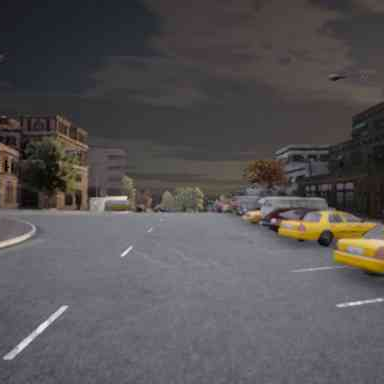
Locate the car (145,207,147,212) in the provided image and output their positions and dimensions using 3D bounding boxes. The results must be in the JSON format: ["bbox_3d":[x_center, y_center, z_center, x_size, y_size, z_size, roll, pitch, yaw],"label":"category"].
[{"bbox_3d":[-11.735,3.387,64.314,4.674,1.452,2.002,1,-4,-21],"label":"car"}]

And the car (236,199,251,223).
[{"bbox_3d":[6.235,1.548,23.936,5.366,1.575,1.946,1,0,-20],"label":"car"}]

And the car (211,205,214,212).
[{"bbox_3d":[6.184,2.751,56.179,4.674,1.452,2.002,2,-4,-21],"label":"car"}]

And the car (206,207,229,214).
[{"bbox_3d":[5.877,4.309,76.665,4.892,1.521,2.231,3,-6,-21],"label":"car"}]

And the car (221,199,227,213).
[{"bbox_3d":[6.349,1.785,38.648,4.892,1.521,2.231,2,-2,-20],"label":"car"}]

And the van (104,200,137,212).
[{"bbox_3d":[-11.482,2.255,52.436,4.442,1.987,1.878,1,-4,-21],"label":"van"}]

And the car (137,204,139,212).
[{"bbox_3d":[-11.658,2.558,55.363,4.553,1.767,2.185,1,-4,-21],"label":"car"}]

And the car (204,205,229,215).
[{"bbox_3d":[5.860,4.313,79.622,5.566,2.045,2.435,3,-6,-21],"label":"car"}]

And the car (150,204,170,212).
[{"bbox_3d":[-5.298,2.765,55.606,1.994,1.385,4.181,0,-4,0],"label":"car"}]

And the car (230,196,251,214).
[{"bbox_3d":[6.378,1.313,26.928,5.566,2.045,2.435,1,0,-20],"label":"car"}]

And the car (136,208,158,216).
[{"bbox_3d":[-12.242,5.422,91.157,5.566,2.045,2.435,1,-6,-21],"label":"car"}]

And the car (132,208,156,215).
[{"bbox_3d":[-11.863,4.841,82.277,5.366,1.575,1.946,1,-6,-21],"label":"car"}]

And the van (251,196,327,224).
[{"bbox_3d":[6.309,1.317,21.021,4.442,1.987,1.878,1,0,-20],"label":"van"}]

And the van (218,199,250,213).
[{"bbox_3d":[6.356,2.102,50.396,4.442,1.987,1.878,2,-4,-21],"label":"van"}]

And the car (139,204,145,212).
[{"bbox_3d":[-11.644,2.650,58.385,5.566,2.045,2.435,1,-5,-21],"label":"car"}]

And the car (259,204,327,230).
[{"bbox_3d":[6.445,1.566,18.144,4.792,1.488,2.163,1,0,-20],"label":"car"}]

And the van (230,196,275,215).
[{"bbox_3d":[6.471,1.476,35.773,4.442,1.987,1.878,1,-2,-20],"label":"van"}]

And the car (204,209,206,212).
[{"bbox_3d":[5.926,4.065,73.737,4.892,1.521,2.231,3,-5,-21],"label":"car"}]

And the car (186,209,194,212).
[{"bbox_3d":[-0.597,4.729,80.134,1.895,1.301,4.718,0,-5,-1],"label":"car"}]

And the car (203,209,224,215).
[{"bbox_3d":[5.654,5.352,88.347,5.008,1.535,2.097,3,-6,-21],"label":"car"}]

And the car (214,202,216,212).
[{"bbox_3d":[6.280,2.158,47.416,5.008,1.535,2.097,2,-3,-20],"label":"car"}]

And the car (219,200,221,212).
[{"bbox_3d":[6.493,1.890,41.641,5.366,1.575,1.946,2,-3,-20],"label":"car"}]

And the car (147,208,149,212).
[{"bbox_3d":[-11.754,3.456,67.318,4.553,1.767,2.185,1,-5,-21],"label":"car"}]

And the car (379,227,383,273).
[{"bbox_3d":[6.385,1.530,6.394,4.792,1.488,2.163,1,0,-20],"label":"car"}]

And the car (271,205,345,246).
[{"bbox_3d":[6.595,1.526,15.260,5.366,1.575,1.946,1,0,-20],"label":"car"}]

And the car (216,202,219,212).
[{"bbox_3d":[6.304,2.014,44.492,4.892,1.521,2.231,2,-3,-20],"label":"car"}]

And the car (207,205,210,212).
[{"bbox_3d":[6.073,3.360,64.967,5.008,1.535,2.097,2,-5,-21],"label":"car"}]

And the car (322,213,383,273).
[{"bbox_3d":[6.592,1.508,9.399,5.366,1.575,1.946,1,0,-20],"label":"car"}]

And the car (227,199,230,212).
[{"bbox_3d":[6.367,1.634,32.804,4.892,1.521,2.231,1,-2,-20],"label":"car"}]

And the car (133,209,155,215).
[{"bbox_3d":[-12.264,5.107,85.122,5.366,1.575,1.946,1,-5,-21],"label":"car"}]
